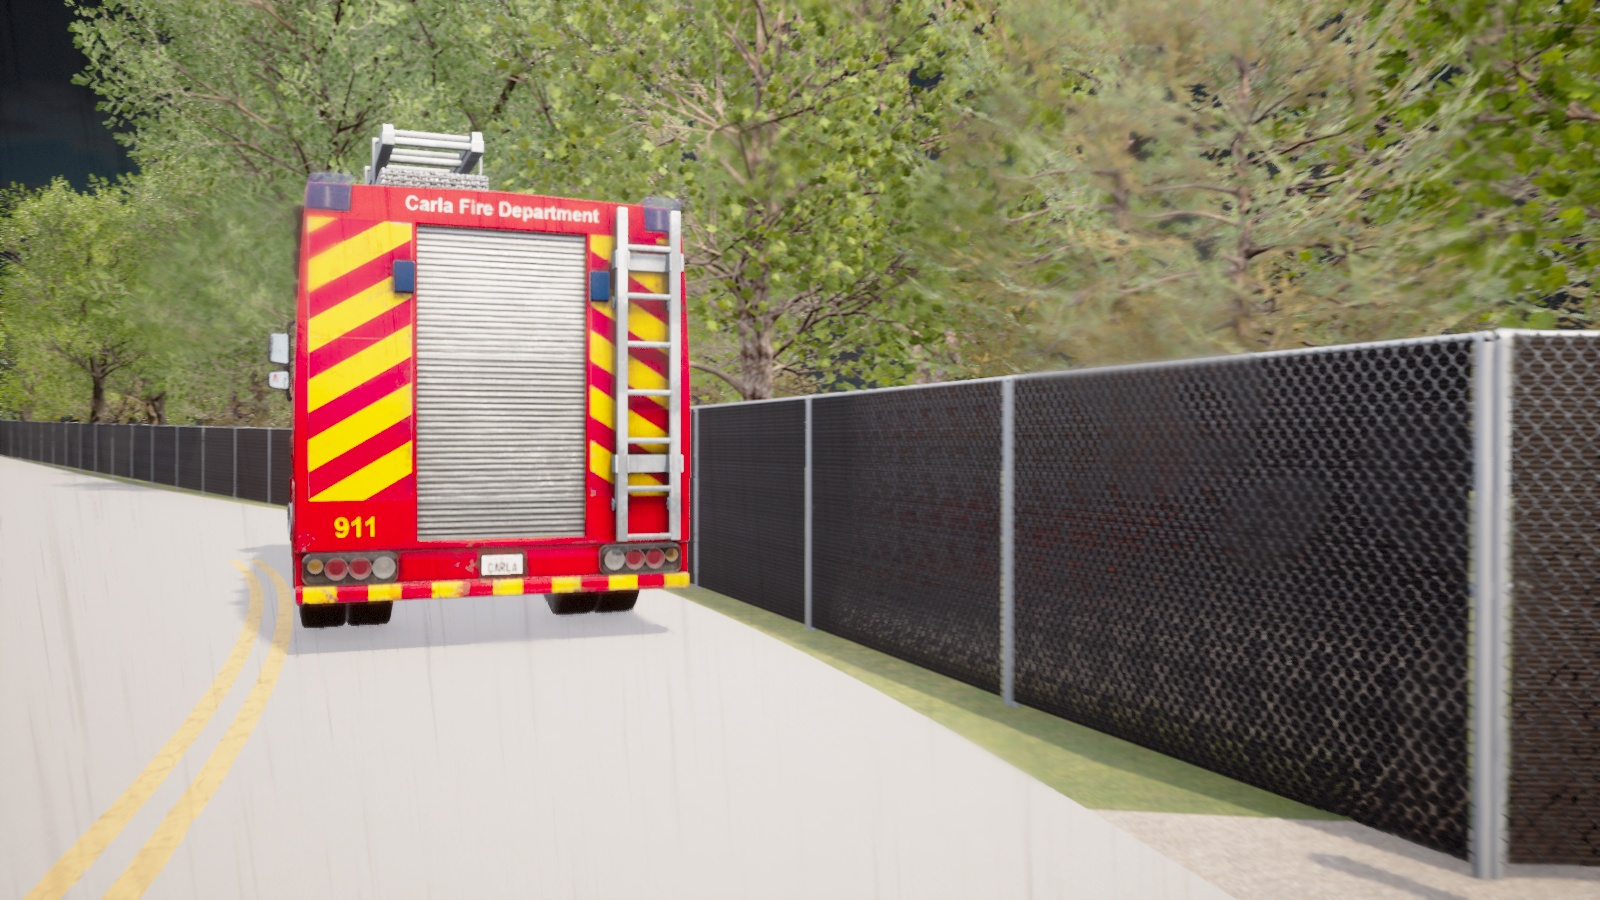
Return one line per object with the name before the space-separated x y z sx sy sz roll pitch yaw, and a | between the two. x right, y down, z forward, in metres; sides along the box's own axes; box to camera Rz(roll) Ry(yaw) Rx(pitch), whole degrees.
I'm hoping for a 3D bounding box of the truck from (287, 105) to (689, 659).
truck | -3.790 -0.488 13.147 2.891 3.827 8.468 0 0 -22
